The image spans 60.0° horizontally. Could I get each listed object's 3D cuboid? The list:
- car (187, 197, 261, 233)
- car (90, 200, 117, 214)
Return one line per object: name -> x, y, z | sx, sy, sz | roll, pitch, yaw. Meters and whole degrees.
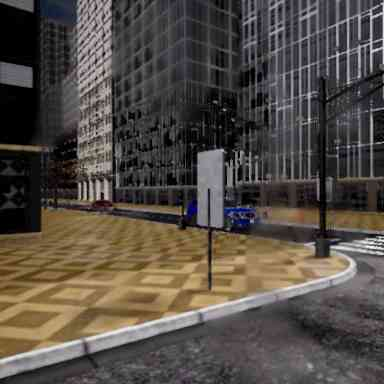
car -> 1.872, 1.332, 21.370 | 2.150, 2.045, 5.566 | 0, 0, -35
car -> -10.250, 1.661, 38.533 | 1.812, 1.442, 4.674 | 0, 0, -35
